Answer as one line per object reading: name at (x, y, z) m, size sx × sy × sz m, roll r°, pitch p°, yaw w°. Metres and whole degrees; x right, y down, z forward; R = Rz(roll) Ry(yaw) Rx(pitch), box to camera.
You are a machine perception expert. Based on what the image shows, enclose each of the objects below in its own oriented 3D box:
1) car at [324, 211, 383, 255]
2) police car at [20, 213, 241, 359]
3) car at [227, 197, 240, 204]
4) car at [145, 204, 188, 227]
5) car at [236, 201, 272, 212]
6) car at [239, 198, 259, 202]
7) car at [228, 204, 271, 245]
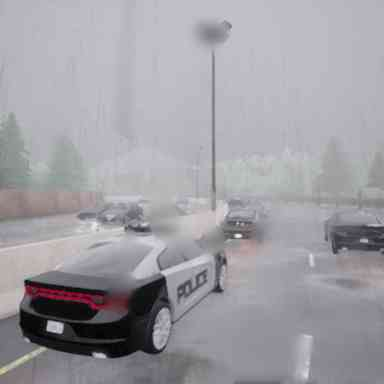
car at (6.550, 1.497, 13.568) m, size 1.882 × 1.535 × 5.008 m, roll 0°, pitch 0°, yaw 17°
police car at (-0.699, 1.444, 6.452) m, size 1.930 × 1.638 × 5.238 m, roll 0°, pitch 0°, yaw 22°
car at (7.272, 1.600, 56.032) m, size 1.882 × 1.535 × 5.008 m, roll 0°, pitch 0°, yaw -9°
car at (-1.741, 1.628, 24.061) m, size 1.994 × 1.385 × 4.181 m, roll 0°, pitch 0°, yaw 12°
car at (4.091, 1.550, 21.701) m, size 1.837 × 1.490 × 4.892 m, roll 0°, pitch 0°, yaw 13°
car at (7.690, 1.634, 41.950) m, size 2.033 × 1.411 × 5.357 m, roll 0°, pitch 0°, yaw 1°
car at (2.565, 1.540, 15.857) m, size 1.837 × 1.490 × 4.892 m, roll 0°, pitch 0°, yaw 16°
